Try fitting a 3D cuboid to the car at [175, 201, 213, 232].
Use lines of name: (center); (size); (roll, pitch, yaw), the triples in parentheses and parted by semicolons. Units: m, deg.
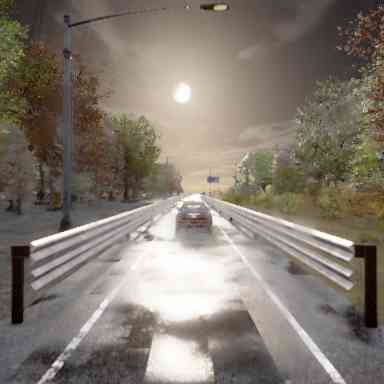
car: (0.104, 1.354, 20.314); (2.097, 1.767, 4.553); (0, 0, 0)
